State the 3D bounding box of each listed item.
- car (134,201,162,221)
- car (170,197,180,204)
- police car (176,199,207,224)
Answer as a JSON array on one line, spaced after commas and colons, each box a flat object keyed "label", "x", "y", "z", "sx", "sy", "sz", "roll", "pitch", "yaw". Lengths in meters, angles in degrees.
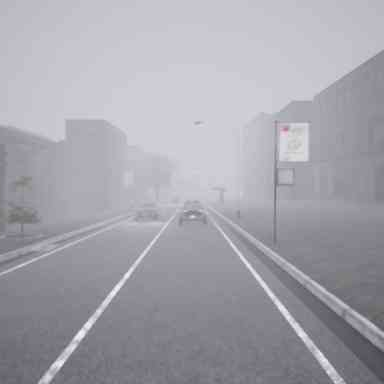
[{"label": "car", "x": -3.539, "y": 1.515, "z": 27.260, "sx": 1.837, "sy": 1.490, "sz": 4.892, "roll": 0, "pitch": 0, "yaw": 0}, {"label": "car", "x": -3.379, "y": 1.686, "z": 68.111, "sx": 1.895, "sy": 1.301, "sz": 4.718, "roll": 0, "pitch": 0, "yaw": 0}, {"label": "police car", "x": 0.046, "y": 1.510, "z": 24.825, "sx": 2.038, "sy": 1.542, "sz": 4.974, "roll": 0, "pitch": 0, "yaw": 0}]
